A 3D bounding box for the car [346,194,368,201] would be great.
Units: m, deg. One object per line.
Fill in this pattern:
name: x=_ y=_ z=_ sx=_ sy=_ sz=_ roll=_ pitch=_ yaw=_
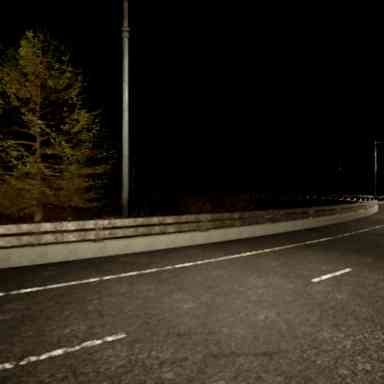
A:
car: x=41.432 y=1.572 z=83.634 sx=2.128 sy=1.511 sz=4.902 roll=0 pitch=0 yaw=5
